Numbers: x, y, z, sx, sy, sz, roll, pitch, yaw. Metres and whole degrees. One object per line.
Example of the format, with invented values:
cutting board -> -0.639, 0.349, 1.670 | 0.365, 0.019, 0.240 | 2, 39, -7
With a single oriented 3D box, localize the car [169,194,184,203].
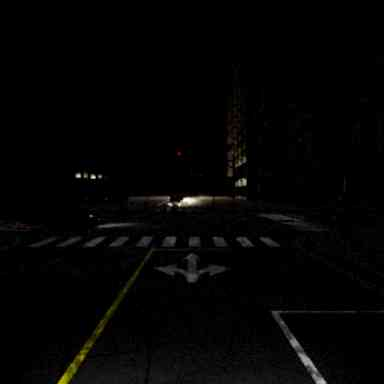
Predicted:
car -> -2.952, 1.175, 59.152 | 1.882, 1.535, 5.008 | 0, 0, 1

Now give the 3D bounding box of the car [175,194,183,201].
car -> -2.913, 1.153, 75.493 | 1.812, 1.442, 4.674 | 0, 0, 0

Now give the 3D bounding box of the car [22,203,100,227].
car -> -8.164, 1.426, 20.912 | 4.674, 1.442, 1.812 | 0, 0, 0
